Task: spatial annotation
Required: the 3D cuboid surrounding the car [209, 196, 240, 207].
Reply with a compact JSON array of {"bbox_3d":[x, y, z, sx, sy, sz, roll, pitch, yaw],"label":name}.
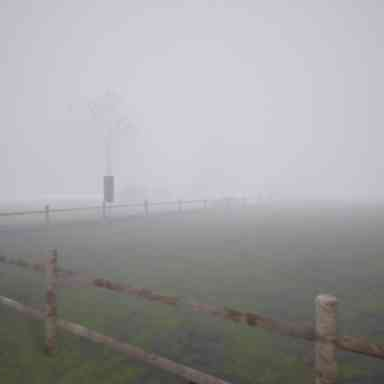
[{"bbox_3d":[4.326,1.169,42.683,2.033,1.411,5.357,-1,0,35],"label":"car"}]
